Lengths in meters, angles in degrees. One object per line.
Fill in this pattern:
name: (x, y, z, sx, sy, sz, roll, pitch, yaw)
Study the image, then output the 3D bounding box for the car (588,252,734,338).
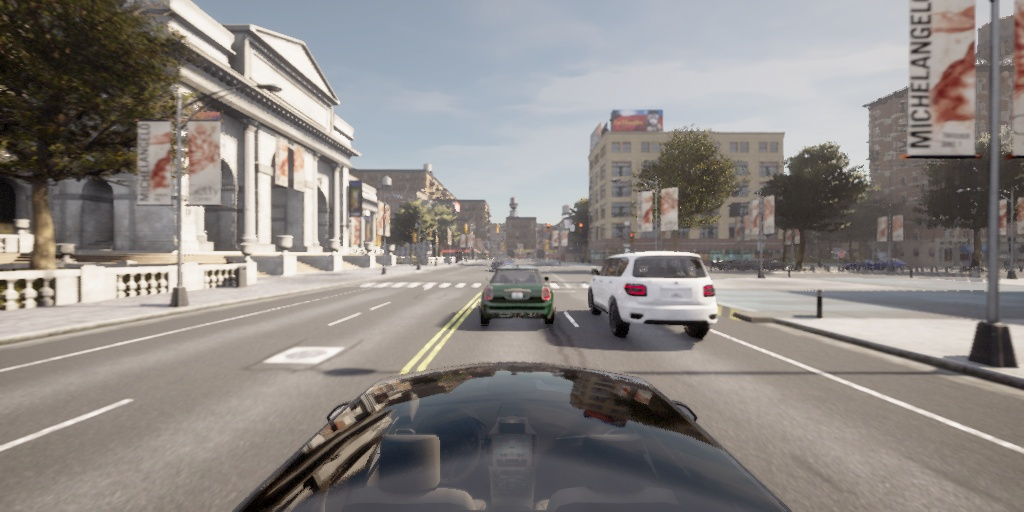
car: (3.633, 0.945, 10.306, 2.150, 2.045, 5.566, 0, -1, 3)

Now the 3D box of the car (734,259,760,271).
car: (28.863, 1.182, 46.209, 4.892, 1.490, 1.837, 0, 0, 1)

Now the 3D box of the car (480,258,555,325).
car: (0.184, 1.069, 11.816, 2.097, 1.767, 4.553, 0, 0, 1)

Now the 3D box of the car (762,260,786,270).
car: (35.214, 1.209, 49.606, 4.674, 1.442, 1.812, 0, 0, 1)

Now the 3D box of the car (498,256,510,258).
car: (-0.815, 0.954, 41.555, 2.097, 1.767, 4.553, 1, 0, -26)

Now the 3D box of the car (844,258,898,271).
car: (45.522, 1.240, 45.918, 5.008, 1.535, 1.882, 0, 0, 1)
